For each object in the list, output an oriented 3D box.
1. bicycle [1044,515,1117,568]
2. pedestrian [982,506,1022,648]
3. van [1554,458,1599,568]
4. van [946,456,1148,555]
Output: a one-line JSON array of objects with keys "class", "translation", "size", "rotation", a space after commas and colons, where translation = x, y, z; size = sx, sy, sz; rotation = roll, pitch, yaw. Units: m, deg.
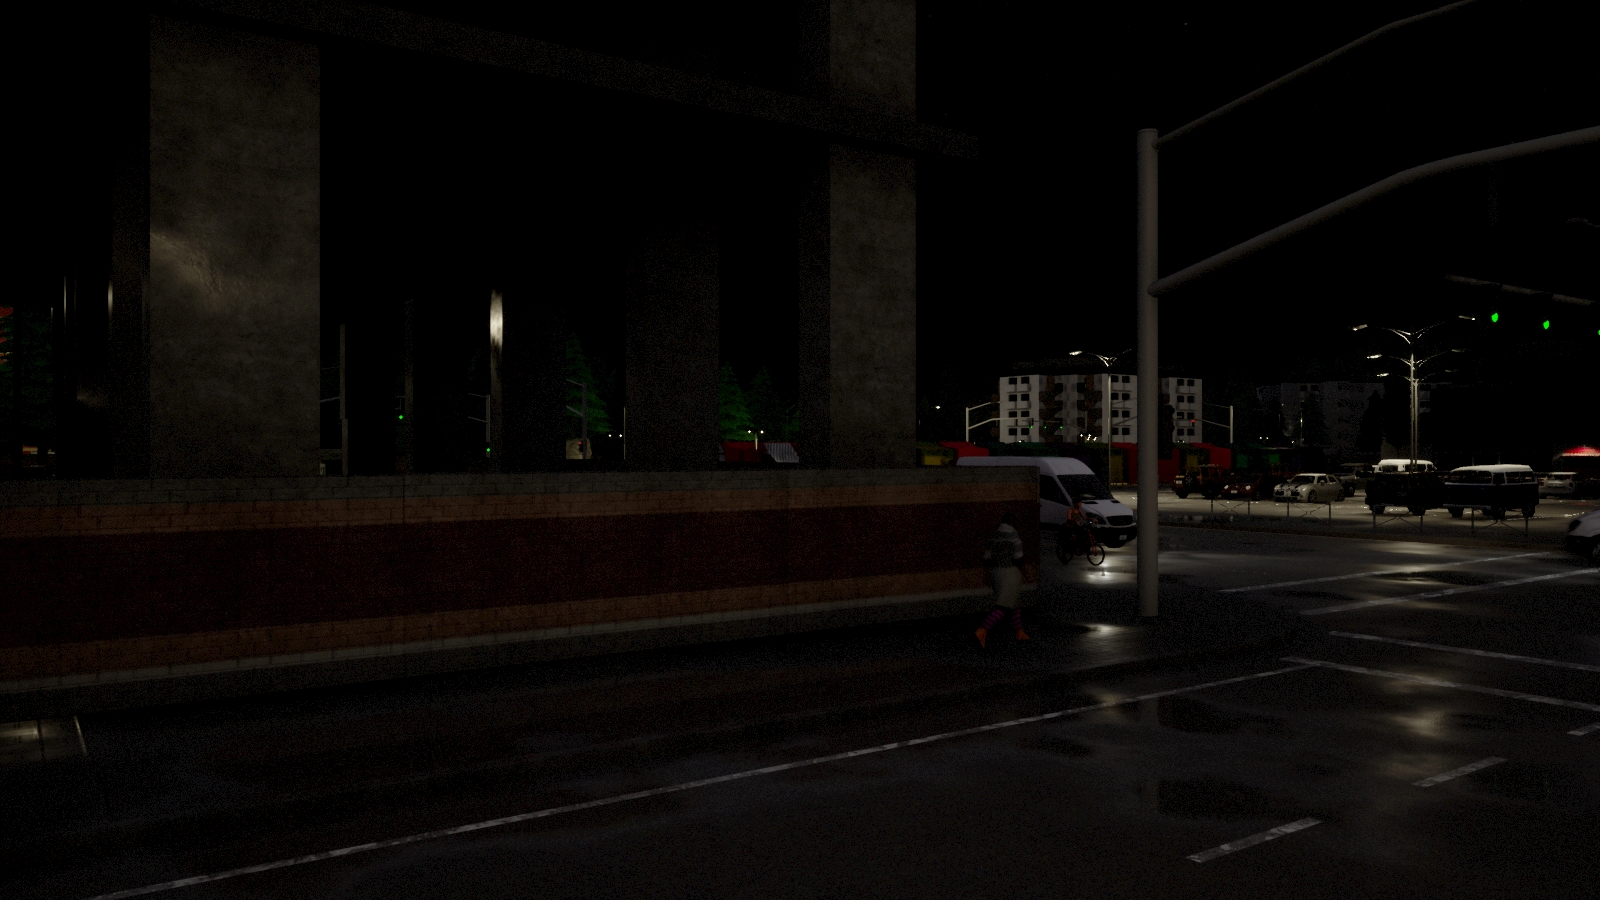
[{"class": "bicycle", "translation": [6.706, 2.169, 27.364], "size": [0.859, 1.126, 1.487], "rotation": [0, 0, -35]}, {"class": "pedestrian", "translation": [2.723, 1.692, 15.384], "size": [0.375, 1.860, 0.375], "rotation": [0, 0, -32]}, {"class": "van", "translation": [20.745, 1.488, 25.758], "size": [1.988, 2.561, 5.915], "rotation": [0, 0, -36]}, {"class": "van", "translation": [6.983, 1.470, 33.056], "size": [1.988, 2.561, 5.915], "rotation": [0, 0, -35]}]
